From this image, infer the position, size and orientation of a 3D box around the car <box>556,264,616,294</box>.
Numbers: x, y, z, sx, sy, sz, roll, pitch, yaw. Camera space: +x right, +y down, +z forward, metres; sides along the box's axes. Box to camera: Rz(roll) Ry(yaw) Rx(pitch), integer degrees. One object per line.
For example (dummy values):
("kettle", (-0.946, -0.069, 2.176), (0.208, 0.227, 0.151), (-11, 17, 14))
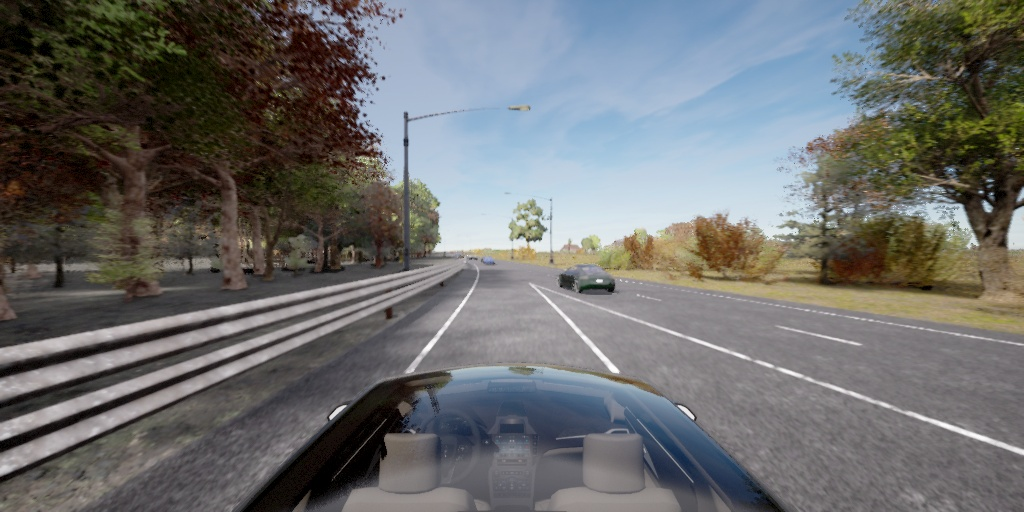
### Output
("car", (3.780, 1.131, 19.046), (1.994, 1.385, 4.181), (0, 1, -11))

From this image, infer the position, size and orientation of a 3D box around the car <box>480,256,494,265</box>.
("car", (-4.055, 0.636, 58.248), (2.033, 1.411, 5.357), (0, 1, -11))
